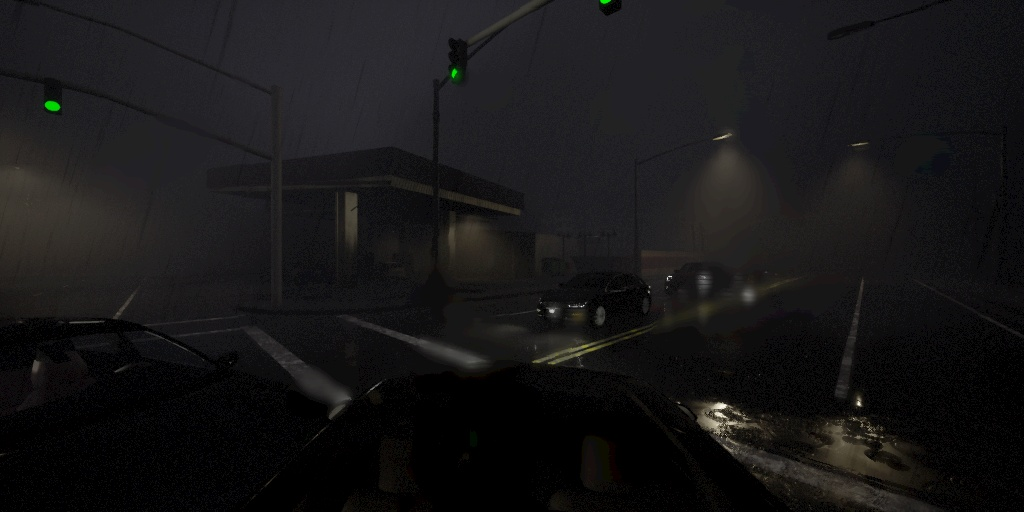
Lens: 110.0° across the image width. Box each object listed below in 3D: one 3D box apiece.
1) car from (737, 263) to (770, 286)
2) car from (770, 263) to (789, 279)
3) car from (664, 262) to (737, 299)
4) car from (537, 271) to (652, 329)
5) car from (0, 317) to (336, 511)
[{"bbox_3d":[16.495,1.314,25.349,1.994,1.385,4.181,0,0,44],"label":"car"},{"bbox_3d":[23.586,1.314,32.446,4.181,1.385,1.994,0,0,-45],"label":"car"},{"bbox_3d":[9.610,1.102,18.397,2.097,1.767,4.553,0,0,45],"label":"car"},{"bbox_3d":[2.812,1.255,11.510,1.837,1.490,4.892,0,0,44],"label":"car"},{"bbox_3d":[-3.435,1.242,2.455,4.902,1.511,2.128,0,0,15],"label":"car"}]
